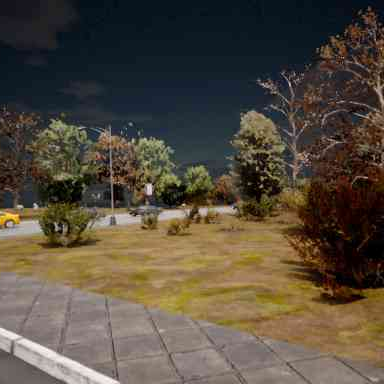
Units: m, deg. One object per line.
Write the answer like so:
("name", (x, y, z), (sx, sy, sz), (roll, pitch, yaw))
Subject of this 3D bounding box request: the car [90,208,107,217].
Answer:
("car", (-11.724, 2.459, 35.903), (2.033, 1.411, 5.357), (-3, -2, 32))

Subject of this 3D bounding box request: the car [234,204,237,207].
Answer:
("car", (9.374, 2.582, 62.537), (1.895, 1.301, 4.718), (-3, -2, 33))

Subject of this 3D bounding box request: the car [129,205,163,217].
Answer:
("car", (-6.083, 2.510, 44.875), (2.033, 1.411, 5.357), (-3, -2, 32))

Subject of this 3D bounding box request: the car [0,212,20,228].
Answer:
("car", (-17.053, 2.368, 27.665), (1.882, 1.535, 5.008), (-3, -2, 33))
